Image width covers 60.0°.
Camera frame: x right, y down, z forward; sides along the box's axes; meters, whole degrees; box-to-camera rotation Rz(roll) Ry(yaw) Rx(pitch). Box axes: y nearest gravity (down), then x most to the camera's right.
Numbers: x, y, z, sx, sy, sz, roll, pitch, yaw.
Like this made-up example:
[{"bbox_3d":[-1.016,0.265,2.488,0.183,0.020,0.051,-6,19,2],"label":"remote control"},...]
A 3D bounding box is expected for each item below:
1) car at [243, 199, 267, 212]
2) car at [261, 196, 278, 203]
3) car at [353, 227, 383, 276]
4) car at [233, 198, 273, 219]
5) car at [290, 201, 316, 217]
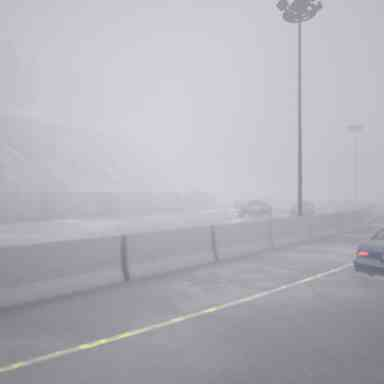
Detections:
[{"bbox_3d":[8.238,1.701,42.903,2.128,1.511,4.902,0,0,22],"label":"car"},{"bbox_3d":[16.603,1.594,71.276,2.033,1.411,5.357,0,0,-5],"label":"car"},{"bbox_3d":[6.434,1.591,9.560,5.357,1.411,2.033,0,0,-44],"label":"car"},{"bbox_3d":[6.017,1.506,31.313,2.097,1.767,4.553,0,0,32],"label":"car"},{"bbox_3d":[11.033,1.648,32.826,2.128,1.511,4.902,0,0,29],"label":"car"}]
